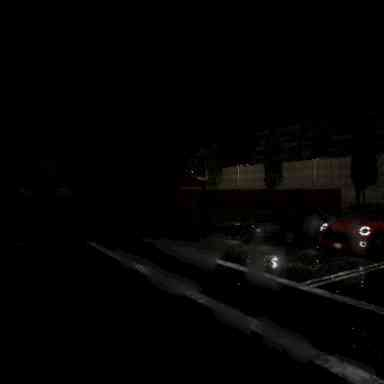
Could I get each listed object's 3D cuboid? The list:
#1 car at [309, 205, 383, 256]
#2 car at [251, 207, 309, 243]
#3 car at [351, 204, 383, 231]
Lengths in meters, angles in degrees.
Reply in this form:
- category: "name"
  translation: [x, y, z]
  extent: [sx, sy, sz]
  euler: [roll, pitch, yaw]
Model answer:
- category: "car"
  translation: [7.083, 1.345, 13.270]
  extent: [4.553, 1.767, 2.097]
  euler: [0, 0, -35]
- category: "car"
  translation: [4.958, 1.500, 16.048]
  extent: [4.892, 1.490, 1.837]
  euler: [0, 0, -35]
- category: "car"
  translation: [12.288, 1.554, 21.282]
  extent: [4.181, 1.385, 1.994]
  euler: [0, 0, -35]
